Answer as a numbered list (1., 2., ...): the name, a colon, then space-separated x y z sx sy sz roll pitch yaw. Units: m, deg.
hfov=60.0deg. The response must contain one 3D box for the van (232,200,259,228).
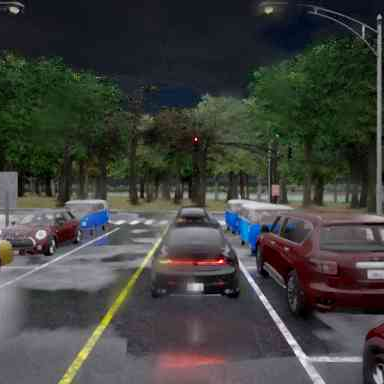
1. van: 2.756 1.337 12.801 1.690 1.788 3.998 0 0 0

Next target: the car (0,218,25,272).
1. car: -5.766 1.523 7.189 1.752 1.417 4.829 0 0 0

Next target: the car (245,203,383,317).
1. car: 2.759 1.312 7.363 2.192 1.841 5.009 0 0 0

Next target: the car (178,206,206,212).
1. car: 0.003 1.499 17.939 1.837 1.490 4.892 0 0 -1

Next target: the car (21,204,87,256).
1. car: -5.769 1.436 12.796 1.967 1.590 4.097 0 0 0

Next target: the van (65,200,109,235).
1. van: -5.772 1.335 18.234 1.690 1.788 3.998 0 0 0

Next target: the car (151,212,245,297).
1. car: 0.073 1.502 8.535 1.837 1.490 4.892 0 0 0

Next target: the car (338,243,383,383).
1. car: 2.762 1.439 1.925 1.967 1.590 4.097 0 0 0

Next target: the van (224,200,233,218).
1. van: 2.753 1.335 18.238 1.690 1.788 3.998 0 0 0
